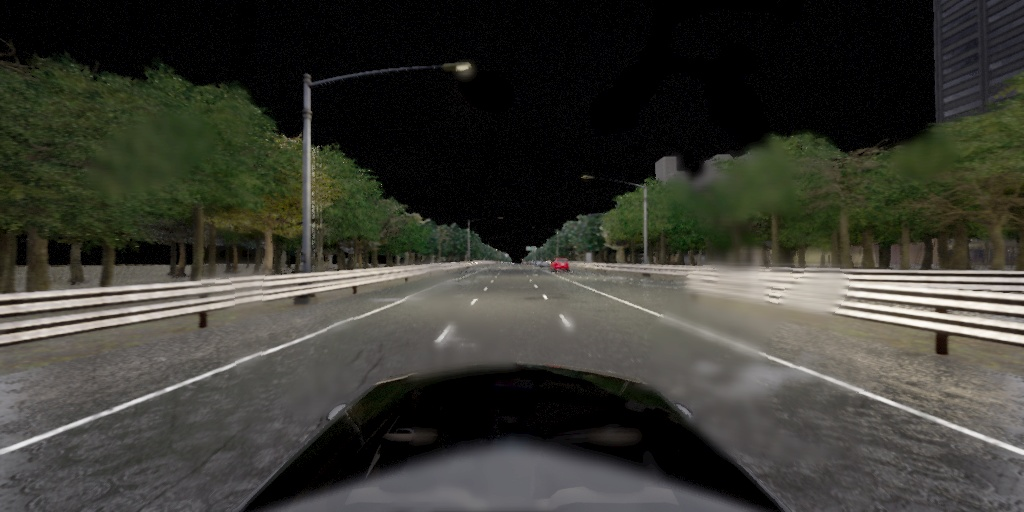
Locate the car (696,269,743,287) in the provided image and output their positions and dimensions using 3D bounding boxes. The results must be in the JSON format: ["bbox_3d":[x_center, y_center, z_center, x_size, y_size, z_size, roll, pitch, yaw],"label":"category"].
[{"bbox_3d":[13.744,1.505,23.067,1.994,1.385,4.181,0,-1,-19],"label":"car"}]

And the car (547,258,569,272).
[{"bbox_3d":[7.135,1.322,53.916,2.150,2.045,5.566,0,0,-2],"label":"car"}]
